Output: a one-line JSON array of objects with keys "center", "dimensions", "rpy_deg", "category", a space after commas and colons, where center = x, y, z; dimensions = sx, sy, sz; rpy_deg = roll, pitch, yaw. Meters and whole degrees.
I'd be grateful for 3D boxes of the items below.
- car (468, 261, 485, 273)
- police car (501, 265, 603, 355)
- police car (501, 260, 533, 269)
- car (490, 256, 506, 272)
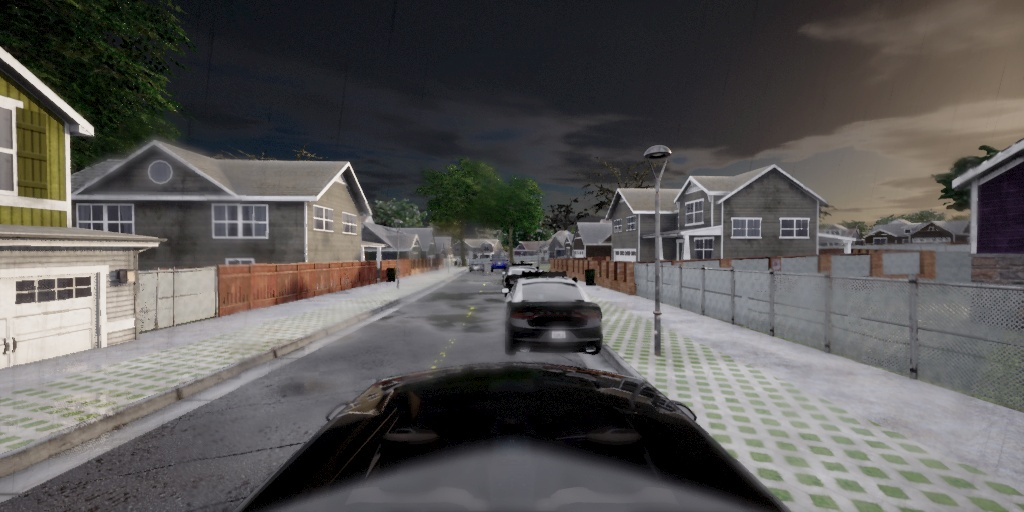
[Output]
[{"center": [-4.420, 1.323, 45.215], "dimensions": [2.128, 1.511, 4.902], "rpy_deg": [0, 0, -3], "category": "car"}, {"center": [0.778, 1.176, 8.854], "dimensions": [1.930, 1.638, 5.238], "rpy_deg": [0, 0, -1], "category": "police car"}, {"center": [0.523, 1.187, 18.899], "dimensions": [1.930, 1.638, 5.238], "rpy_deg": [0, 0, -2], "category": "police car"}, {"center": [-1.706, 1.055, 47.464], "dimensions": [2.150, 2.045, 5.566], "rpy_deg": [0, 0, -3], "category": "car"}]
